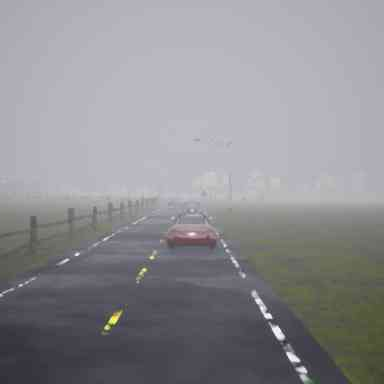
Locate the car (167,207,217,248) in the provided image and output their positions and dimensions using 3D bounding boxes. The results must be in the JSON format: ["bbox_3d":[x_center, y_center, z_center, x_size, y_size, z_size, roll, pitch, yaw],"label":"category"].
[{"bbox_3d":[0.000,1.573,14.649,1.994,1.385,4.181,0,0,0],"label":"car"}]

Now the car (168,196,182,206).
[{"bbox_3d":[-2.750,1.391,53.683,2.097,1.767,4.553,0,0,0],"label":"car"}]

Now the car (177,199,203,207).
[{"bbox_3d":[0.000,1.561,29.651,2.033,1.411,5.357,0,0,0],"label":"car"}]
